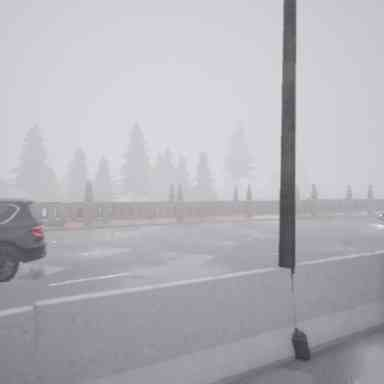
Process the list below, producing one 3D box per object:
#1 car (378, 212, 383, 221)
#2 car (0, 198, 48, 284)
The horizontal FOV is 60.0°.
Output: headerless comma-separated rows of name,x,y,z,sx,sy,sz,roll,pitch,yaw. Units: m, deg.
car,15.889,1.550,23.643,5.357,1.411,2.033,0,0,-20
car,-6.445,1.172,7.866,5.566,2.045,2.150,0,0,-35
